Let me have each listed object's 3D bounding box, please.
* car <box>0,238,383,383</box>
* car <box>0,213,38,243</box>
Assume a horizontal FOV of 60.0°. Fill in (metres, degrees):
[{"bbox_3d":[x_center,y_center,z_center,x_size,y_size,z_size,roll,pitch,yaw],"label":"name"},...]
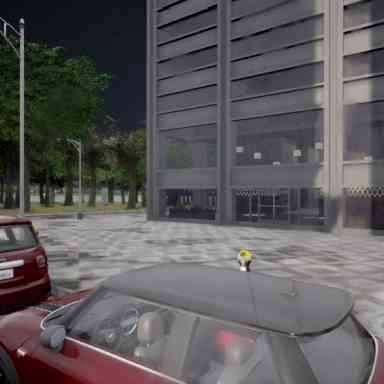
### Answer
[{"bbox_3d":[-0.317,1.440,3.189,4.097,1.590,1.967,0,0,35],"label":"car"},{"bbox_3d":[-4.744,1.315,6.346,5.009,1.841,2.192,0,0,35],"label":"car"}]
